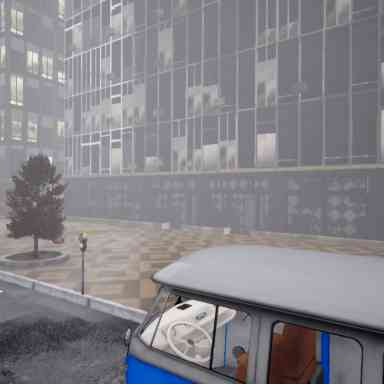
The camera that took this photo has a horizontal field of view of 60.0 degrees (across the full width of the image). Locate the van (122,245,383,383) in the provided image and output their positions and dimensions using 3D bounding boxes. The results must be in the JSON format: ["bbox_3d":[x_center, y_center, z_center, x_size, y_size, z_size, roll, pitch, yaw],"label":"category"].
[{"bbox_3d":[1.332,1.341,1.918,3.998,1.788,1.690,0,0,35],"label":"van"}]
